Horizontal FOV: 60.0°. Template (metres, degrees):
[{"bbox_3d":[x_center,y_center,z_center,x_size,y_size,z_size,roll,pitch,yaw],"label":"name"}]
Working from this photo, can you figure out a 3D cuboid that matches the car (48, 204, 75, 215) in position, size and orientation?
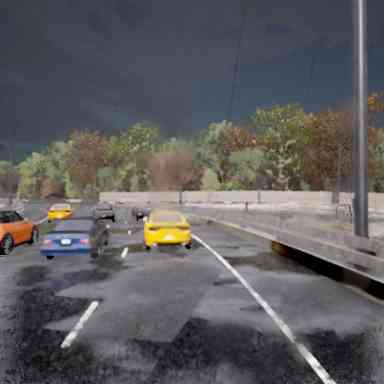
[{"bbox_3d":[-11.507,1.803,29.503,1.882,1.535,5.008,0,0,-17],"label":"car"}]

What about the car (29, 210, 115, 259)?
[{"bbox_3d":[-4.459,1.695,13.377,2.033,1.411,5.357,0,-1,-8],"label":"car"}]

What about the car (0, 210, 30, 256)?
[{"bbox_3d":[-8.071,1.507,13.833,2.097,1.767,4.553,0,-1,-8],"label":"car"}]

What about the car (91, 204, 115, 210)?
[{"bbox_3d":[-7.917,1.817,29.715,2.128,1.511,4.902,0,0,-16],"label":"car"}]

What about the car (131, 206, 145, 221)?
[{"bbox_3d":[-4.464,1.929,30.387,1.895,1.301,4.718,0,-1,-16],"label":"car"}]

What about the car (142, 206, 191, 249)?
[{"bbox_3d":[-1.245,1.644,15.499,1.882,1.535,5.008,0,0,-8],"label":"car"}]
